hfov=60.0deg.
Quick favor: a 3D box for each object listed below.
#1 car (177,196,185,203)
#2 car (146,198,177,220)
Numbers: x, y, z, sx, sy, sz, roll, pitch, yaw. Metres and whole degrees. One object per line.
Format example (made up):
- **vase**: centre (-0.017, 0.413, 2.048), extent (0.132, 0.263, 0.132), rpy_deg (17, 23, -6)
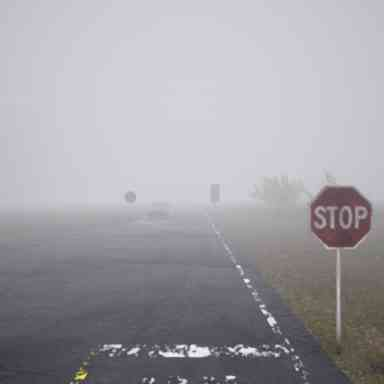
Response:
- **car**: centre (-2.543, 1.621, 73.181), extent (1.882, 1.535, 5.008), rpy_deg (0, 0, 0)
- **car**: centre (-2.685, 1.542, 28.818), extent (1.882, 1.535, 5.008), rpy_deg (0, 0, 1)
